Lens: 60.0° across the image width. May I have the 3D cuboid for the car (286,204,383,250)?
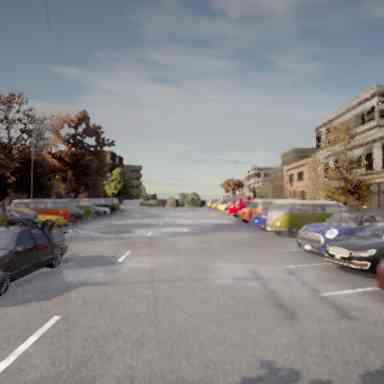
[{"bbox_3d":[6.446,1.510,13.210,4.553,1.767,2.185,1,0,-20],"label":"car"}]

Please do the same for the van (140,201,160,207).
[{"bbox_3d":[-11.521,3.404,88.544,4.442,1.987,1.878,1,-5,-21],"label":"van"}]

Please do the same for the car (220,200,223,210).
[{"bbox_3d":[6.398,1.992,39.601,4.892,1.521,2.231,1,-1,-20],"label":"car"}]

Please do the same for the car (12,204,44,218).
[{"bbox_3d":[-11.394,1.709,19.097,4.892,1.521,2.231,-1,0,-20],"label":"car"}]

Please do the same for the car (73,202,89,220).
[{"bbox_3d":[-11.401,1.863,27.926,4.674,1.452,2.002,-1,-1,-20],"label":"car"}]

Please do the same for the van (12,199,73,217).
[{"bbox_3d":[-11.515,1.559,24.946,4.442,1.987,1.878,-1,-1,-20],"label":"van"}]

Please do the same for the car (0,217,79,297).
[{"bbox_3d":[-5.102,1.651,9.044,2.033,1.411,5.357,0,-1,0],"label":"car"}]

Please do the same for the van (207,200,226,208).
[{"bbox_3d":[6.319,3.220,86.517,4.442,1.987,1.878,2,-5,-21],"label":"van"}]

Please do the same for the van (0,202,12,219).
[{"bbox_3d":[-11.510,1.448,16.111,4.442,1.987,1.878,-1,0,-20],"label":"van"}]

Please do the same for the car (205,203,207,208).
[{"bbox_3d":[6.460,2.892,77.766,5.366,1.575,1.946,2,-3,-20],"label":"car"}]

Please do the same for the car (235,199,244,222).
[{"bbox_3d":[6.381,1.692,27.863,4.553,1.767,2.185,1,-1,-20],"label":"car"}]

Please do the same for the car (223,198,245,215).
[{"bbox_3d":[6.436,1.652,33.751,5.566,2.045,2.435,1,-1,-20],"label":"car"}]

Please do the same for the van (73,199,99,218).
[{"bbox_3d":[-11.301,1.638,30.922,4.442,1.987,1.878,-1,-1,-20],"label":"van"}]

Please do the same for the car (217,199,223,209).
[{"bbox_3d":[6.578,2.084,45.532,5.366,1.575,1.946,1,-1,-20],"label":"car"}]

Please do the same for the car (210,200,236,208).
[{"bbox_3d":[6.339,2.520,68.933,4.892,1.521,2.231,2,-3,-20],"label":"car"}]

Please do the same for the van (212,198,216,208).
[{"bbox_3d":[6.288,2.047,57.155,4.442,1.987,1.878,1,-1,-20],"label":"van"}]

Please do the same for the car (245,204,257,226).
[{"bbox_3d":[6.404,1.741,22.003,5.008,1.535,2.097,1,-1,-20],"label":"car"}]

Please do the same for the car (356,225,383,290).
[{"bbox_3d":[6.387,1.597,7.322,4.792,1.488,2.163,1,0,-20],"label":"car"}]

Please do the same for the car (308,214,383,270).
[{"bbox_3d":[6.420,1.602,10.269,4.892,1.521,2.231,1,0,-20],"label":"car"}]

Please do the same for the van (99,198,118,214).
[{"bbox_3d":[-11.519,1.772,39.664,4.442,1.987,1.878,0,-1,-20],"label":"van"}]

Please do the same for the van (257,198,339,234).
[{"bbox_3d":[6.307,1.476,19.027,4.442,1.987,1.878,1,-1,-20],"label":"van"}]

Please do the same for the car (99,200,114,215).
[{"bbox_3d":[-11.412,1.991,36.764,4.674,1.452,2.002,0,-1,-20],"label":"car"}]

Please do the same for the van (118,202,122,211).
[{"bbox_3d":[-11.303,1.816,42.697,4.442,1.987,1.878,0,-1,-20],"label":"van"}]

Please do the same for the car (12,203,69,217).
[{"bbox_3d":[-11.229,1.741,22.107,5.366,1.575,1.946,-1,-1,-20],"label":"car"}]

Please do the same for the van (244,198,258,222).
[{"bbox_3d":[6.521,1.556,24.982,4.442,1.987,1.878,1,-1,-20],"label":"van"}]

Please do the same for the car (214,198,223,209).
[{"bbox_3d":[6.577,2.179,51.392,5.366,1.575,1.946,1,-1,-20],"label":"car"}]

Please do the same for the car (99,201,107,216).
[{"bbox_3d":[-11.409,1.947,33.819,4.674,1.452,2.002,-1,-1,-20],"label":"car"}]

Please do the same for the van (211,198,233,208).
[{"bbox_3d":[6.441,2.400,71.904,4.442,1.987,1.878,2,-3,-20],"label":"van"}]

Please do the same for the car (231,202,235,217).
[{"bbox_3d":[6.410,1.900,30.798,4.674,1.452,2.002,1,-1,-20],"label":"car"}]

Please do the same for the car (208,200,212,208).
[{"bbox_3d":[6.213,2.316,60.066,5.366,1.575,1.946,1,-1,-20],"label":"car"}]
